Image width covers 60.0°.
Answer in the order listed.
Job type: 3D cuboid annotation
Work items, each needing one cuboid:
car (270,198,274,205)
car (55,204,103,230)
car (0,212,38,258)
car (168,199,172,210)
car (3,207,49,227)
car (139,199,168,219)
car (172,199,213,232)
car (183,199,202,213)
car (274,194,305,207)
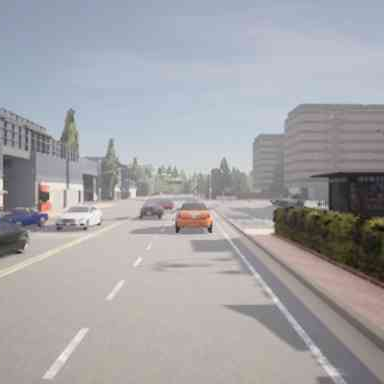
[{"bbox_3d":[14.286,1.172,50.821,4.605,1.855,1.932,0,0,-2],"label":"car"},{"bbox_3d":[-6.993,1.534,21.119,1.812,1.442,4.674,0,0,0],"label":"car"},{"bbox_3d":[-7.068,1.568,10.758,1.994,1.385,4.181,0,0,0],"label":"car"},{"bbox_3d":[-3.438,1.580,43.515,1.994,1.385,4.181,0,0,1],"label":"car"},{"bbox_3d":[-10.493,1.607,20.019,1.895,1.301,4.718,0,0,0],"label":"car"},{"bbox_3d":[-3.478,1.536,29.385,1.812,1.442,4.674,0,0,0],"label":"car"},{"bbox_3d":[0.106,1.359,20.345,2.097,1.767,4.553,0,0,0],"label":"car"},{"bbox_3d":[0.093,1.561,38.643,2.033,1.411,5.357,0,0,0],"label":"car"},{"bbox_3d":[14.305,1.174,47.927,3.866,1.878,1.905,0,0,-2],"label":"car"}]
